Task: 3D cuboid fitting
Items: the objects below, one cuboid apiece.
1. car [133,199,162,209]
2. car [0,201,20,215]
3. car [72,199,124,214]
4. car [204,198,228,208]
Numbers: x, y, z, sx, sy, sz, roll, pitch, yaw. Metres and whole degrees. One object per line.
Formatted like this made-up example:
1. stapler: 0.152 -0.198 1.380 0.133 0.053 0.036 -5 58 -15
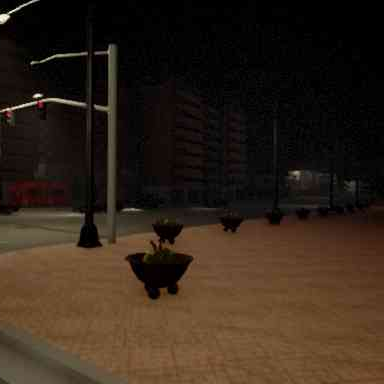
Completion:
1. car: -5.860 1.584 44.519 1.994 1.385 4.181 1 0 35
2. car: -17.361 1.355 28.135 1.895 1.301 4.718 1 0 35
3. car: -9.281 1.450 33.559 2.033 1.411 5.357 1 0 35
4. car: 3.754 1.709 52.019 1.882 1.535 5.008 1 -1 35
